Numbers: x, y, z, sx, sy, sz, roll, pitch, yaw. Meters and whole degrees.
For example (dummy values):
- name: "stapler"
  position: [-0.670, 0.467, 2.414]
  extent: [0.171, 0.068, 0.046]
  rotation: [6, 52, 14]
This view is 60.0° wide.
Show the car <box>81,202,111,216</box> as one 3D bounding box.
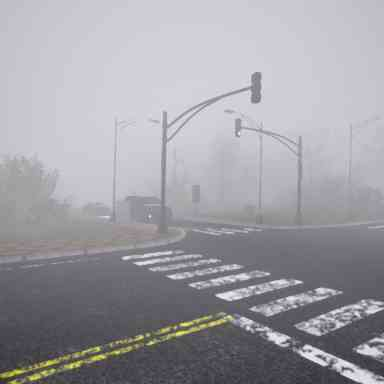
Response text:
- name: "car"
  position: [-9.951, 1.704, 34.428]
  extent: [1.994, 1.385, 4.181]
  rotation: [2, -2, -36]

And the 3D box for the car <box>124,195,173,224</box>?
- name: "car"
  position: [-3.606, 1.300, 25.818]
  extent: [2.150, 2.045, 5.566]
  rotation: [2, -1, -35]

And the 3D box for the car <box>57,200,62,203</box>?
- name: "car"
  position: [-20.882, 1.739, 50.376]
  extent: [1.882, 1.535, 5.008]
  rotation: [2, -2, -33]
